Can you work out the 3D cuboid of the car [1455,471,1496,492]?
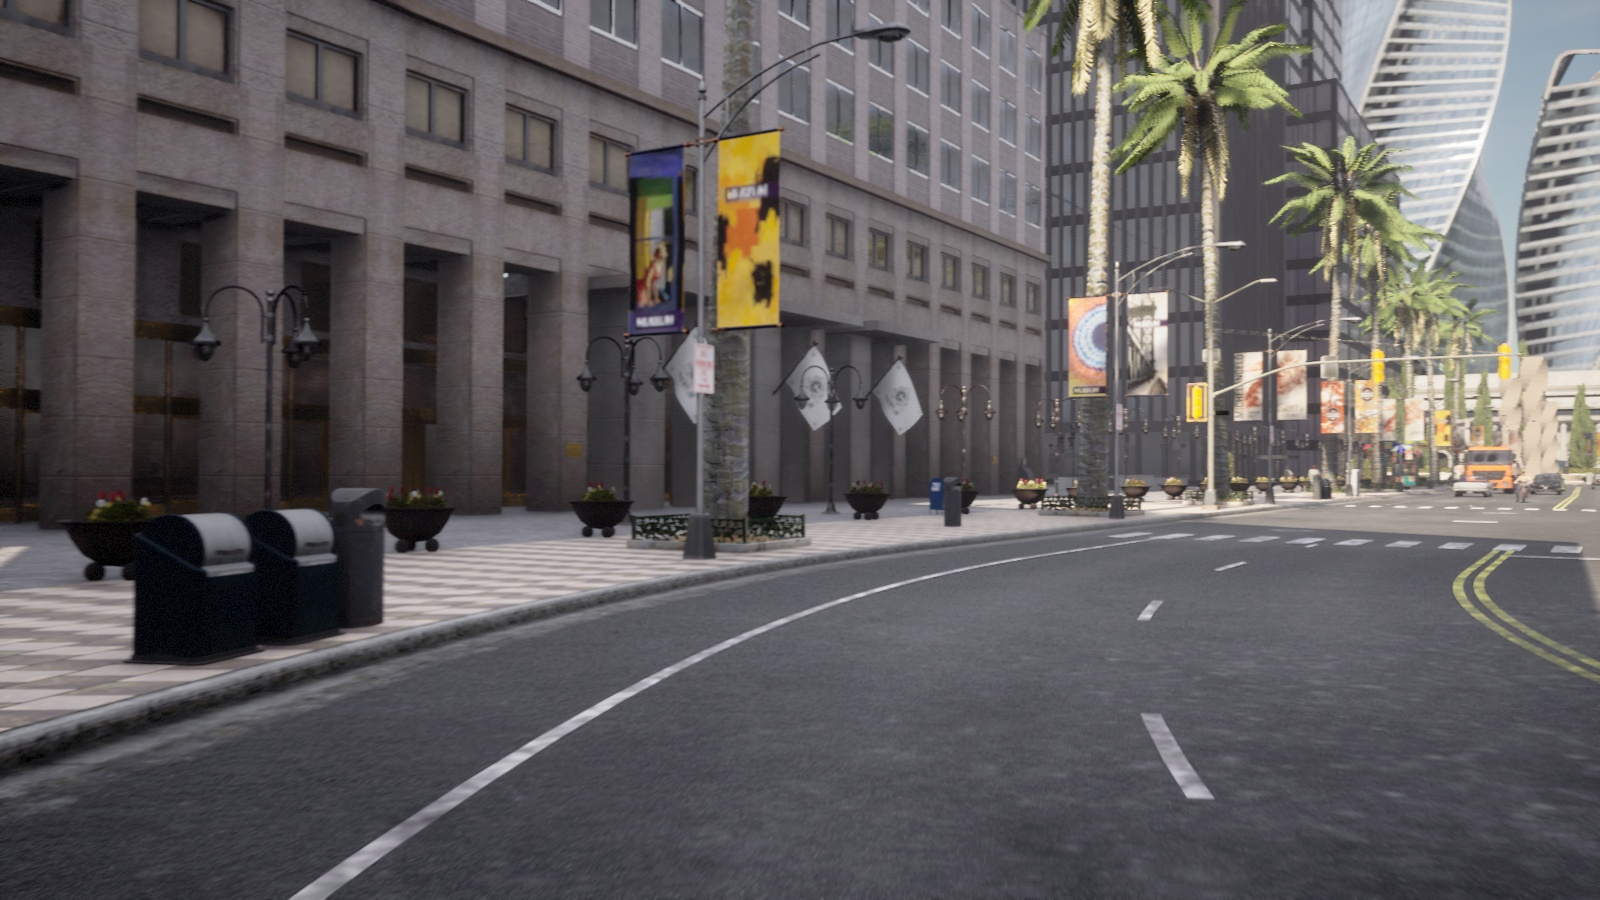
[{"bbox_3d":[42.600,1.970,79.129,1.895,1.301,4.718,-1,-1,33],"label":"car"}]
